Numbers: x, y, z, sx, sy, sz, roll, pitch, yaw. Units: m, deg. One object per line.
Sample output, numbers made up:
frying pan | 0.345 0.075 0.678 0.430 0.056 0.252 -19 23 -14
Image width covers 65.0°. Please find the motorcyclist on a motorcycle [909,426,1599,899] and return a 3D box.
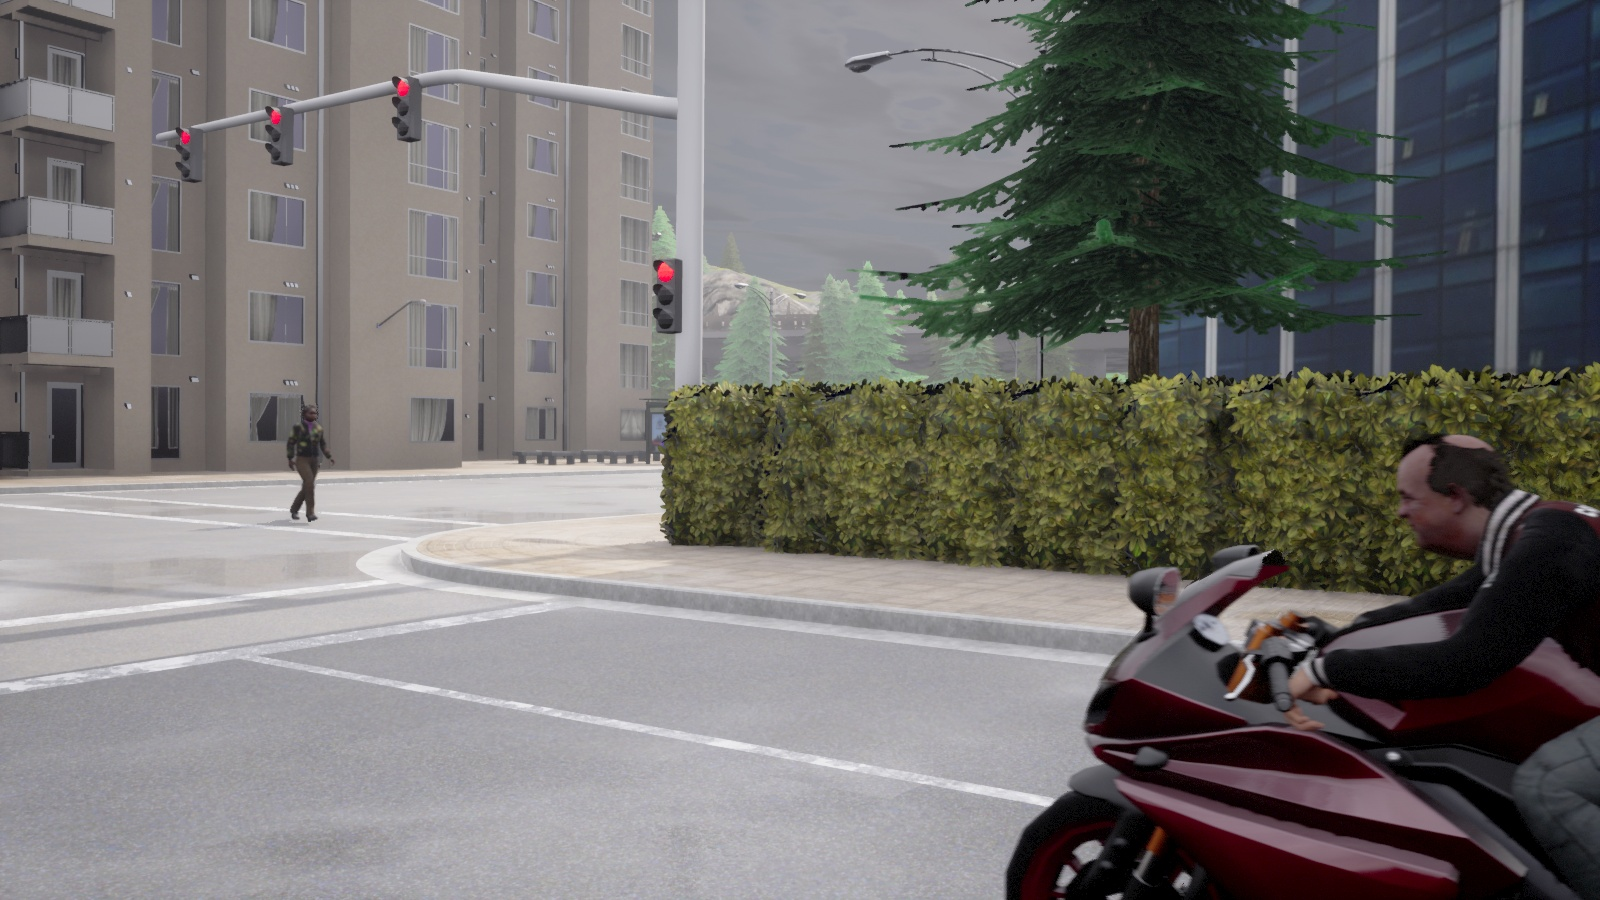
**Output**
motorcyclist on a motorcycle | 1.413 0.717 2.685 2.191 1.530 0.866 0 1 34

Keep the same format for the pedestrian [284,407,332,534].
pedestrian | -7.585 0.304 19.363 0.692 1.930 0.395 0 1 41
